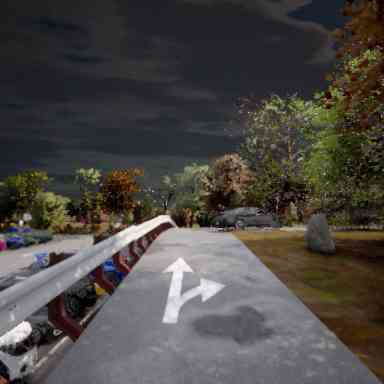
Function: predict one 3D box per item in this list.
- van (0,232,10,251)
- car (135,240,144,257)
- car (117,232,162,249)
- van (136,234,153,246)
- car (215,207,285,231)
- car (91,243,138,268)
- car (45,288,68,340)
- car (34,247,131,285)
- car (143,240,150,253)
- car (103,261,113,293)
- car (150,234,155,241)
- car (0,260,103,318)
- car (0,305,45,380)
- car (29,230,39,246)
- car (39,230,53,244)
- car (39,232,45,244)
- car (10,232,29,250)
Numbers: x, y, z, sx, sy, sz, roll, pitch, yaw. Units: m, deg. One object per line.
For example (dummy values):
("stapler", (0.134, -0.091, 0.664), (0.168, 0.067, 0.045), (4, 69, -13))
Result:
("van", (-24.034, 6.023, 38.434), (4.442, 1.987, 1.878), (1, -4, -20))
("car", (-6.973, 5.462, 29.200), (4.553, 1.767, 2.185), (2, -5, -20))
("car", (-6.978, 6.416, 44.300), (5.566, 2.045, 2.435), (2, -5, -20))
("van", (-6.852, 5.798, 35.281), (4.442, 1.987, 1.878), (2, -5, -20))
("car", (3.927, 1.802, 22.348), (4.892, 1.490, 1.837), (1, -9, -22))
("car", (-6.951, 5.245, 26.179), (4.553, 1.767, 2.185), (2, -5, -20))
("car", (-6.872, 4.292, 11.113), (4.892, 1.521, 2.231), (2, -5, -20))
("car", (-6.867, 4.690, 20.178), (5.566, 2.045, 2.435), (2, -5, -20))
("car", (-6.942, 5.804, 32.204), (4.892, 1.521, 2.231), (2, -4, -20))
("car", (-7.058, 4.713, 17.067), (5.366, 1.575, 1.946), (2, -4, -20))
("car", (-6.941, 6.110, 38.248), (4.553, 1.767, 2.185), (2, -4, -20))
("car", (-6.900, 4.255, 14.131), (5.566, 2.045, 2.435), (2, -4, -20))
("car", (-6.812, 3.825, 8.118), (5.566, 2.045, 2.435), (2, -5, -20))
("car", (-23.927, 6.422, 44.398), (5.566, 2.045, 2.435), (1, -5, -20))
("car", (-23.998, 6.841, 50.267), (5.566, 2.045, 2.435), (1, -4, -20))
("car", (-23.945, 6.913, 47.338), (4.792, 1.488, 2.163), (1, -5, -20))
("car", (-23.916, 6.211, 41.447), (5.566, 2.045, 2.435), (1, -5, -20))
